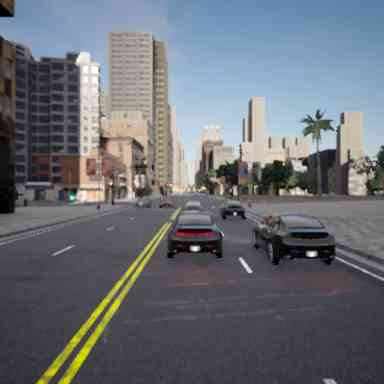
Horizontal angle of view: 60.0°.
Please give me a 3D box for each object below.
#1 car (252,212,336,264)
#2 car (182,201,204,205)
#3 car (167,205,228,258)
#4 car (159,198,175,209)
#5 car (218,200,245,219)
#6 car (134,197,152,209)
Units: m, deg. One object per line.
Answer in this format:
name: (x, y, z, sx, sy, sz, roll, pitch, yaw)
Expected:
car: (3.346, 1.479, 11.707, 1.837, 1.490, 4.892, 0, 0, 0)
car: (0.102, 1.465, 28.916, 1.812, 1.442, 4.674, 0, 0, 0)
car: (0.094, 1.477, 12.649, 1.837, 1.490, 4.892, 0, 0, 0)
car: (-3.278, 1.481, 44.668, 1.994, 1.385, 4.181, 0, 0, 0)
car: (3.338, 1.445, 28.192, 1.837, 1.490, 4.892, 0, 0, 0)
car: (-6.526, 1.409, 44.819, 2.128, 1.511, 4.902, 0, 0, 0)
